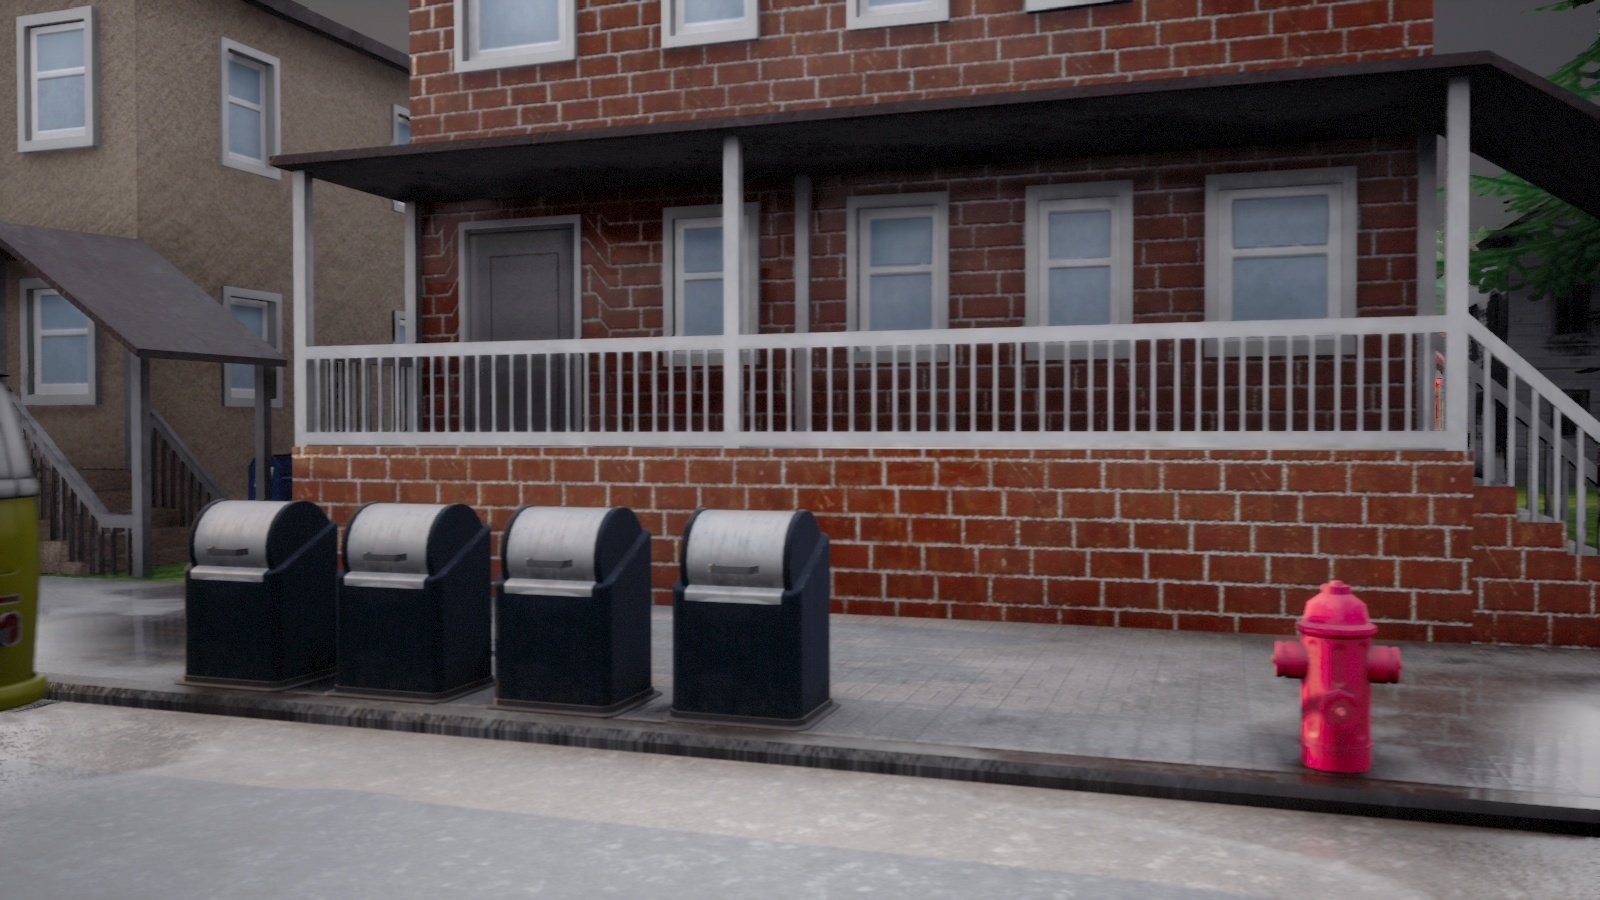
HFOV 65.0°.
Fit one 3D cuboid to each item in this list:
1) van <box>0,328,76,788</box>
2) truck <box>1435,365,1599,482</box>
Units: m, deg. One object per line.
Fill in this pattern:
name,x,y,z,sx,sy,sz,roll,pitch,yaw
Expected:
van,-5.719,0.451,5.637,4.442,1.987,1.775,1,1,19
truck,26.508,-0.897,42.587,8.468,3.827,2.891,1,1,18
